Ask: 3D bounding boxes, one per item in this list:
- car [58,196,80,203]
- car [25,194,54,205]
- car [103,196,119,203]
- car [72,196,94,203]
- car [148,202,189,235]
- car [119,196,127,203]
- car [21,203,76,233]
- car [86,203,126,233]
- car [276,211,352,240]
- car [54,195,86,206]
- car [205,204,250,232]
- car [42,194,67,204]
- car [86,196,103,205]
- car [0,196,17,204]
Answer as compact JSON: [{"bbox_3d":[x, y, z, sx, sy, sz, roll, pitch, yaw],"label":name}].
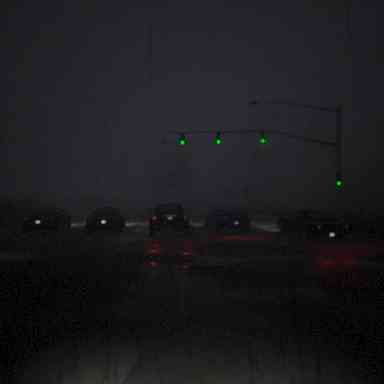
[{"bbox_3d":[-24.798,1.524,67.125,4.181,1.385,1.994,0,0,29],"label":"car"},{"bbox_3d":[-24.701,1.267,54.419,5.566,2.045,2.150,0,0,39],"label":"car"},{"bbox_3d":[-16.304,1.520,61.043,4.902,1.511,2.128,0,0,39],"label":"car"},{"bbox_3d":[-23.026,1.485,70.143,4.674,1.442,1.812,0,0,29],"label":"car"},{"bbox_3d":[-1.409,1.354,19.103,2.097,1.767,4.553,0,0,-7],"label":"car"},{"bbox_3d":[-14.694,1.503,64.273,5.008,1.535,1.882,0,0,39],"label":"car"},{"bbox_3d":[-8.572,1.580,19.858,1.994,1.385,4.181,0,0,-8],"label":"car"},{"bbox_3d":[-5.042,1.573,19.863,1.994,1.385,4.181,0,0,-8],"label":"car"},{"bbox_3d":[5.952,1.588,16.941,1.895,1.301,4.718,0,0,-7],"label":"car"},{"bbox_3d":[-20.353,1.584,55.283,5.357,1.411,2.033,0,0,43],"label":"car"},{"bbox_3d":[2.009,1.473,20.026,1.882,1.535,5.008,0,0,-8],"label":"car"},{"bbox_3d":[-26.544,1.339,64.092,4.553,1.767,2.097,0,0,29],"label":"car"},{"bbox_3d":[-18.102,1.510,57.977,5.008,1.535,1.882,0,0,43],"label":"car"},{"bbox_3d":[-33.855,1.540,59.895,5.008,1.535,1.882,0,0,22],"label":"car"}]
